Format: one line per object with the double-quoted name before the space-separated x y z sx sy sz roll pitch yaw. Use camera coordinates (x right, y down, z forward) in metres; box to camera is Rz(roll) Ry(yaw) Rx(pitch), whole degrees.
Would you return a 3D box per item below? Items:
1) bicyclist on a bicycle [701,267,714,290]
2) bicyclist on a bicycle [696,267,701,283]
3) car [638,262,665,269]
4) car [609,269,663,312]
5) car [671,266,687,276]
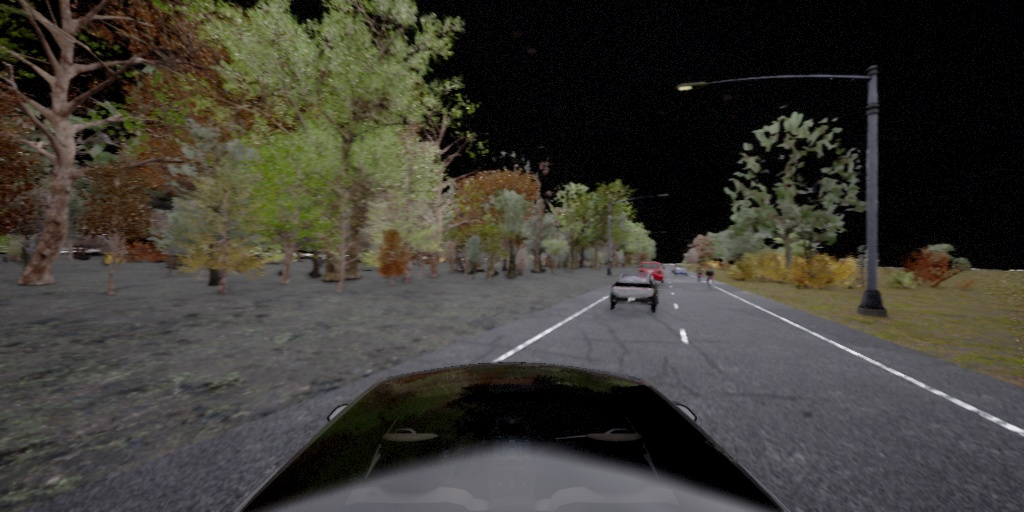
"bicyclist on a bicycle" 15.228 1.694 27.634 0.659 1.776 1.843 1 -1 23
"bicyclist on a bicycle" 18.675 1.934 35.734 0.582 1.620 1.656 1 -1 23
"car" 13.030 1.583 33.616 2.150 2.045 5.566 1 -1 23
"car" 5.562 1.511 16.080 2.128 1.511 4.902 1 -1 23
"car" 26.609 2.421 56.588 2.033 1.411 5.357 1 -1 23
